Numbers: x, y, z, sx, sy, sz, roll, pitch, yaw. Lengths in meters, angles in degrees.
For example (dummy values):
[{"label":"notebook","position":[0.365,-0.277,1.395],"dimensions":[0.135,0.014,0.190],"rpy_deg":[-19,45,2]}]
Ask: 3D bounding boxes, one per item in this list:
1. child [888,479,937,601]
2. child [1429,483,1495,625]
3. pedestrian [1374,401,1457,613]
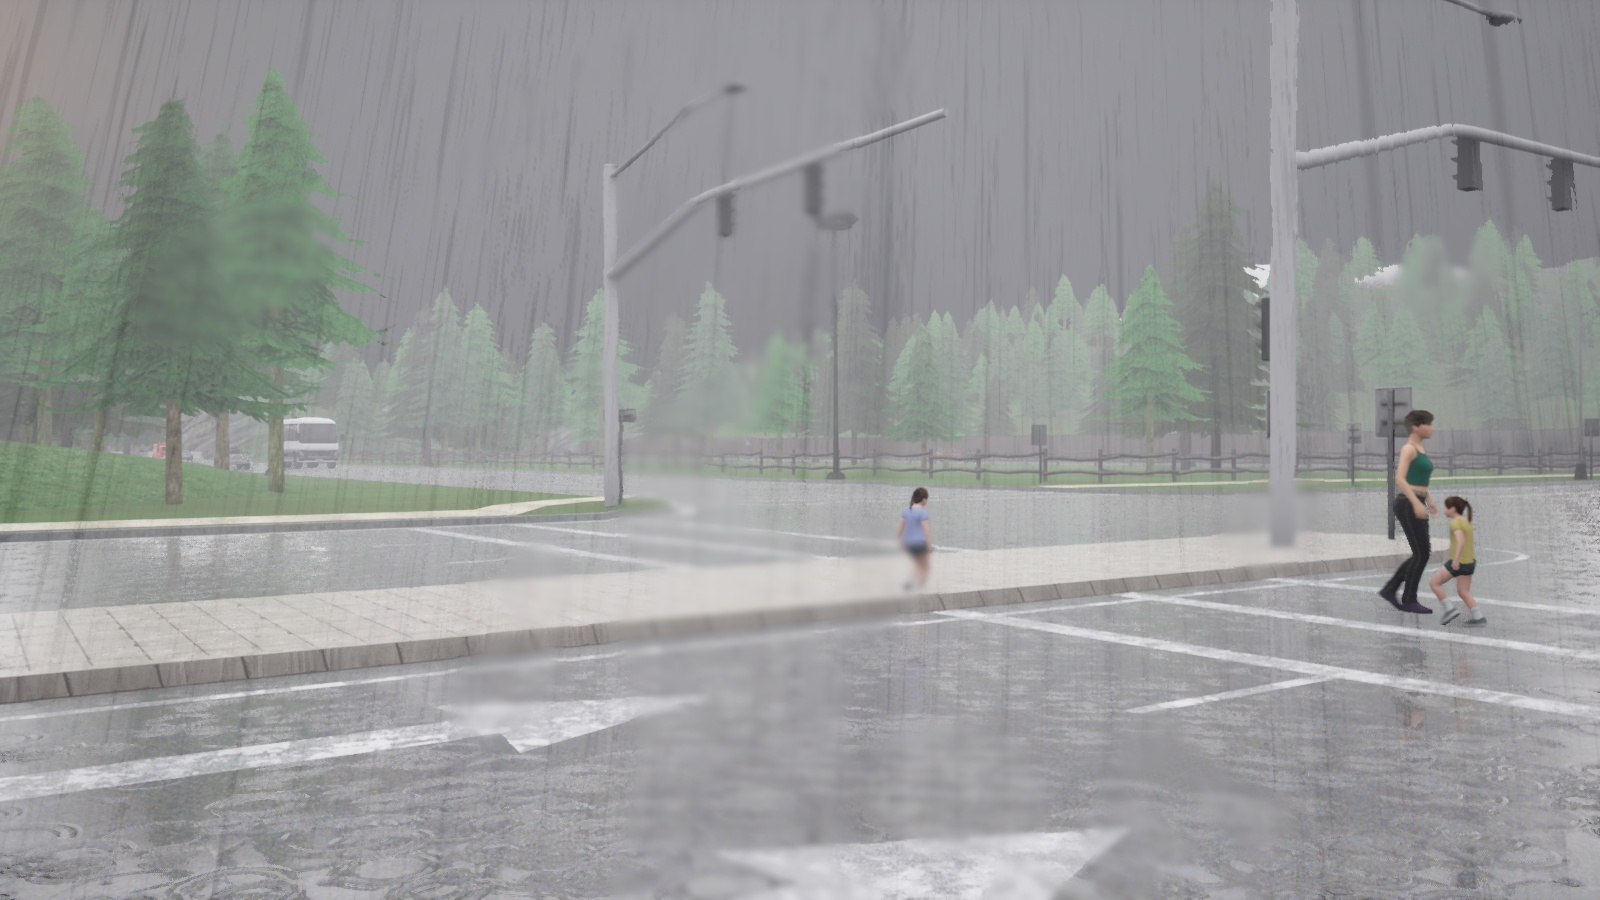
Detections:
[{"label":"child","position":[1.058,0.839,11.837],"dimensions":[0.394,1.110,0.255],"rpy_deg":[0,0,-43]},{"label":"child","position":[5.381,0.833,10.213],"dimensions":[0.255,1.110,0.394],"rpy_deg":[0,0,-38]},{"label":"pedestrian","position":[5.499,0.493,11.219],"dimensions":[0.594,1.836,0.345],"rpy_deg":[0,0,39]}]
